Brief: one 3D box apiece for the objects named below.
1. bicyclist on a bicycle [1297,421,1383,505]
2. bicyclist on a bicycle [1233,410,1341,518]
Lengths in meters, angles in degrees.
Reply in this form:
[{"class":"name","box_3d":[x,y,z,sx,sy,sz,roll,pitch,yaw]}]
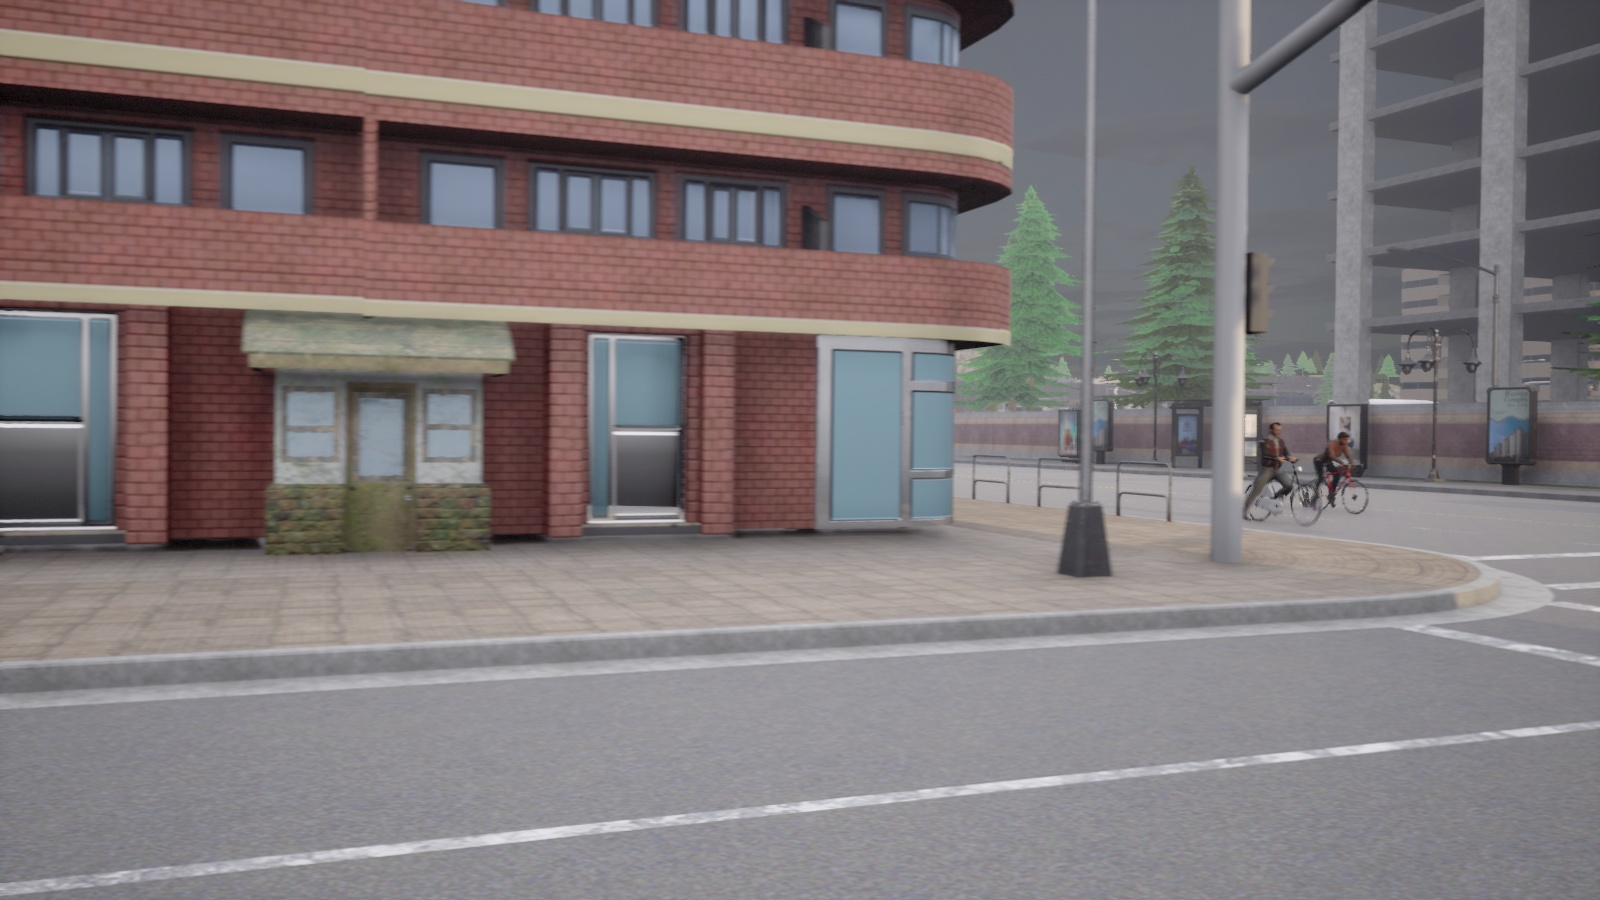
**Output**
[{"class":"bicyclist on a bicycle","box_3d":[10.784,0.225,25.147,0.582,1.620,1.656,-1,1,-21]},{"class":"bicyclist on a bicycle","box_3d":[8.372,0.225,21.677,0.659,1.776,1.843,-1,1,-21]}]
